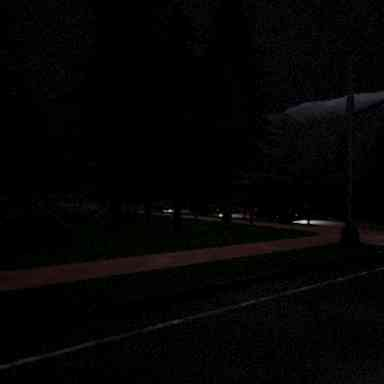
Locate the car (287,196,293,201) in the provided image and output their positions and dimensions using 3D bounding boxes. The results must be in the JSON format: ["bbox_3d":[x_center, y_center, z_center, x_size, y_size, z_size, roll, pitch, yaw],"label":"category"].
[{"bbox_3d":[13.151,1.455,42.753,3.866,1.878,1.905,1,0,-37],"label":"car"}]

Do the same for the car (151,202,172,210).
[{"bbox_3d":[-4.393,1.735,45.218,1.994,1.385,4.181,1,0,-37],"label":"car"}]

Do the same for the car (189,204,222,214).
[{"bbox_3d":[1.573,1.738,37.274,1.994,1.385,4.181,1,0,-37],"label":"car"}]

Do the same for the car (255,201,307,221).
[{"bbox_3d":[7.533,1.740,29.289,1.994,1.385,4.181,1,0,-37],"label":"car"}]

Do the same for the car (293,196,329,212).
[{"bbox_3d":[14.968,1.457,40.973,4.605,1.855,1.932,1,0,-37],"label":"car"}]
